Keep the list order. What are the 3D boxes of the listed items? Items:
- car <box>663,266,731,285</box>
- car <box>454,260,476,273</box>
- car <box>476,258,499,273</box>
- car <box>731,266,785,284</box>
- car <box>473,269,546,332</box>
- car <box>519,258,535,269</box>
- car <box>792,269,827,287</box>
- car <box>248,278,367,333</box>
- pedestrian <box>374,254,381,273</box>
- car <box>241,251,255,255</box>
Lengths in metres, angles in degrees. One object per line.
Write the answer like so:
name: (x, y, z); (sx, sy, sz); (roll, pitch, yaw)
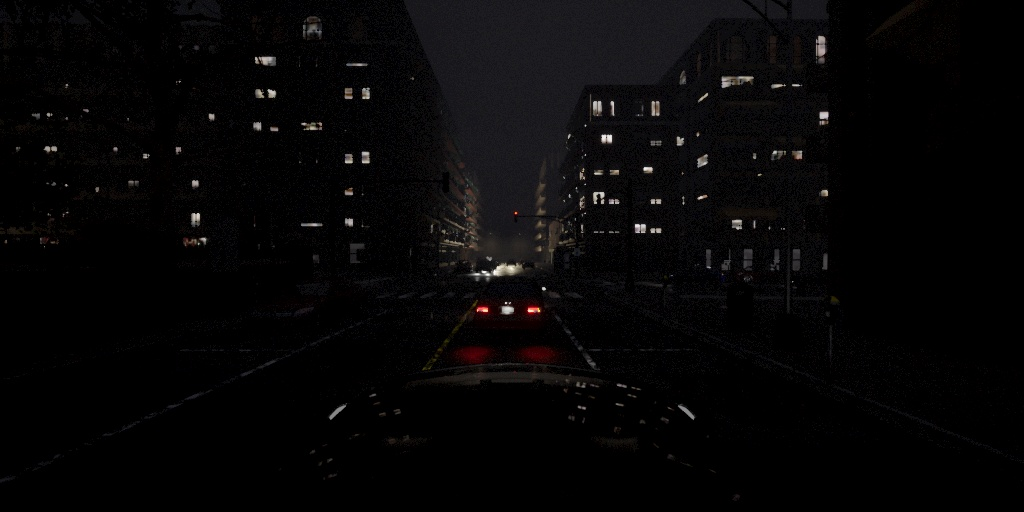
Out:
car: (14.594, 1.552, 28.899); (4.674, 1.442, 1.812); (1, 0, -1)
car: (-5.817, 1.188, 43.042); (1.967, 1.591, 4.097); (0, 0, 0)
car: (-3.197, 1.296, 43.320); (2.033, 1.411, 5.357); (0, 0, 4)
car: (21.289, 1.570, 31.564); (4.097, 1.591, 1.967); (0, 0, -1)
car: (0.050, 1.297, 10.846); (2.033, 1.411, 5.357); (0, 0, 3)
car: (2.528, 1.299, 54.341); (2.007, 1.370, 4.403); (0, 0, 0)
car: (24.901, 1.809, 29.057); (4.718, 1.301, 1.895); (1, 0, -1)
car: (-5.715, 1.331, 10.632); (1.802, 1.307, 4.207); (0, 0, 0)
pedestrian: (-12.812, 0.652, 34.013); (0.375, 1.860, 0.375); (0, -1, -1)
car: (-18.670, 0.676, 25.190); (5.566, 2.045, 2.150); (1, 0, -1)
